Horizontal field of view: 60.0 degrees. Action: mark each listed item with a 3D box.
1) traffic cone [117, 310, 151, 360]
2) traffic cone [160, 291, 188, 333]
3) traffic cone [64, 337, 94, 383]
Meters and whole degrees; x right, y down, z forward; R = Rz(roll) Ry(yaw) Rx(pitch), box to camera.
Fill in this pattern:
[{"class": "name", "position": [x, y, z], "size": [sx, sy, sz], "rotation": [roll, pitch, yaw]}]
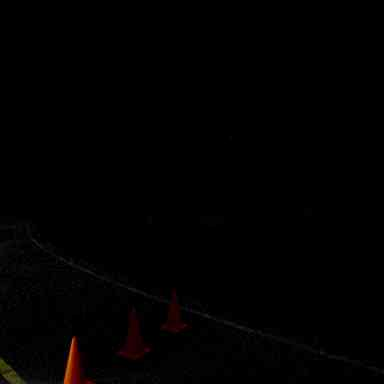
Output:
[{"class": "traffic cone", "position": [-0.809, 1.938, 4.624], "size": [0.340, 0.580, 0.340], "rotation": [1, 1, 31]}, {"class": "traffic cone", "position": [-0.289, 1.931, 5.475], "size": [0.340, 0.580, 0.340], "rotation": [1, 1, 31]}, {"class": "traffic cone", "position": [-1.328, 1.945, 3.774], "size": [0.340, 0.580, 0.340], "rotation": [1, 1, 31]}]
